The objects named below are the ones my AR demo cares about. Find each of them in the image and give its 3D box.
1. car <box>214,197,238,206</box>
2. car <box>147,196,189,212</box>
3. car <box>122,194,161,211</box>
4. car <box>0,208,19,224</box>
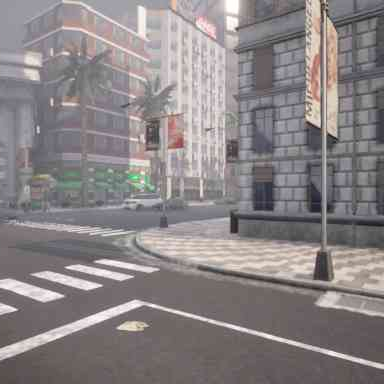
[{"bbox_3d":[5.673,1.526,54.485,4.674,1.442,1.812,0,0,-43],"label":"car"},{"bbox_3d":[-2.455,1.547,39.282,2.033,1.411,5.357,0,0,36],"label":"car"},{"bbox_3d":[-5.890,1.220,40.476,2.150,2.045,5.566,0,0,36],"label":"car"},{"bbox_3d":[-14.703,1.548,22.429,2.033,1.411,5.357,0,0,36],"label":"car"}]
